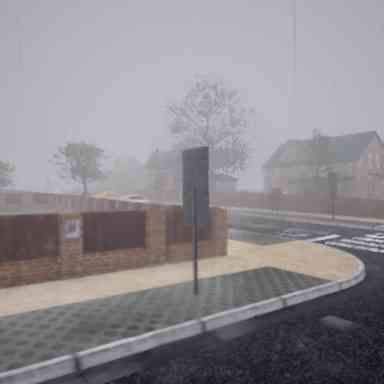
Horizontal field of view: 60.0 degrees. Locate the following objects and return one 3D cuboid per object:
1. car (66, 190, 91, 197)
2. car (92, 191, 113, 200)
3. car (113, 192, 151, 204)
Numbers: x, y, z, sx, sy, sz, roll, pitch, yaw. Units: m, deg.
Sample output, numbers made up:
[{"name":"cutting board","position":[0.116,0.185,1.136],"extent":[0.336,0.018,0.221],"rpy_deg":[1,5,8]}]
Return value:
[{"name":"car","position":[-16.864,0.580,48.215],"extent":[2.128,1.511,4.902],"rpy_deg":[-2,2,-35]},{"name":"car","position":[-11.702,0.593,45.656],"extent":[1.882,1.535,5.008],"rpy_deg":[-2,2,-34]},{"name":"car","position":[-5.550,0.997,31.651],"extent":[1.812,1.442,4.674],"rpy_deg":[-2,2,-35]}]
